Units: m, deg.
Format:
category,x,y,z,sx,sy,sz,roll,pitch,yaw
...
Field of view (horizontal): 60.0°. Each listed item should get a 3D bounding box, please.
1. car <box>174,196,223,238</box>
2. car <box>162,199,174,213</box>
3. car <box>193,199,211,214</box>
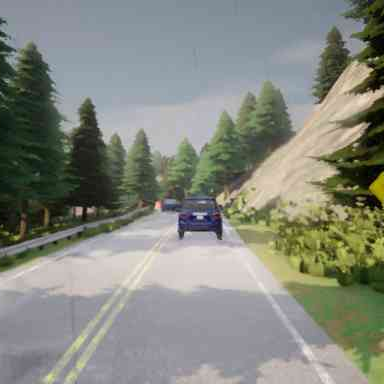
category,x,y,z,sx,sy,sz,roll,pitch,yaw
car,0.441,1.238,17.752,2.150,2.045,5.566,0,0,2
car,-2.369,1.515,37.782,1.882,1.535,5.008,0,0,-2
car,1.067,1.568,36.813,1.812,1.442,4.674,0,0,-1
